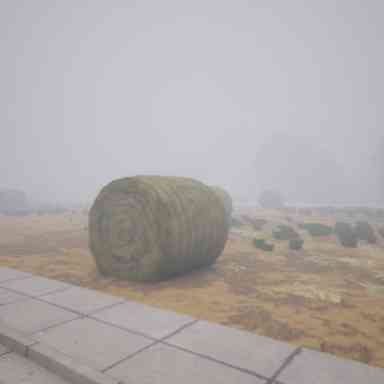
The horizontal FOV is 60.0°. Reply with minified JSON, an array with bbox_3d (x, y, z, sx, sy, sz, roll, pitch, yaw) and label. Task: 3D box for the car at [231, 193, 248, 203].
[{"bbox_3d":[9.823,1.239,69.743,3.866,1.878,1.905,-2,6,-10],"label":"car"}]
